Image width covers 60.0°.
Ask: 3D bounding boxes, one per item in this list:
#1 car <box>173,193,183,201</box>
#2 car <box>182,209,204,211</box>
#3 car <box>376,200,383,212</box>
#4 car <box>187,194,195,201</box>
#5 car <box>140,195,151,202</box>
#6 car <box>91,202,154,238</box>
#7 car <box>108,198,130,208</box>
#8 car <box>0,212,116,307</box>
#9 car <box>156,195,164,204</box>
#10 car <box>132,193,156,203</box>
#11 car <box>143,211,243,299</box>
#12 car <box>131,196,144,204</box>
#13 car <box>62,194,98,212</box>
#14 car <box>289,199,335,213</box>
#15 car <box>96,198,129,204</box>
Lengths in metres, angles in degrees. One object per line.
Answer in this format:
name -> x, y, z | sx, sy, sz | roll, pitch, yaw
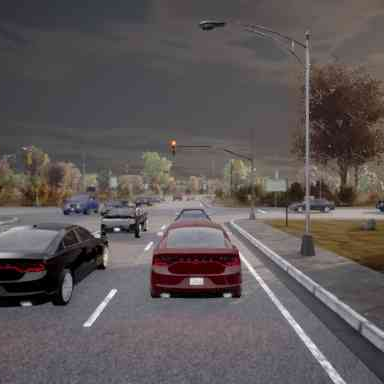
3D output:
car -> -3.751, 1.218, 85.368 | 2.150, 2.045, 5.566 | 0, 0, 0
car -> 0.051, 1.564, 17.531 | 1.994, 1.385, 4.181 | 0, 0, 0
car -> 23.269, 1.212, 36.422 | 5.566, 2.045, 2.150 | 0, 0, 3
car -> -0.252, 1.348, 85.735 | 2.097, 1.767, 4.553 | 0, 0, 0
car -> -10.730, 1.478, 76.828 | 1.882, 1.535, 5.008 | 0, 0, 0
car -> -3.443, 1.492, 17.552 | 2.128, 1.511, 4.902 | 0, 0, -1
car -> -11.063, 1.601, 50.459 | 1.895, 1.301, 4.718 | 0, 0, 6
car -> -3.421, 1.478, 8.065 | 1.882, 1.535, 5.008 | 0, 0, 0
car -> -7.230, 1.351, 65.290 | 2.097, 1.767, 4.553 | 0, 0, 0
car -> -7.238, 1.219, 50.509 | 2.150, 2.045, 5.566 | 0, 0, 0
car -> 0.077, 1.478, 8.542 | 1.882, 1.535, 5.008 | 0, 0, 0
car -> -10.721, 1.507, 66.039 | 1.837, 1.490, 4.892 | 0, -1, 0
car -> -10.695, 1.221, 32.538 | 2.150, 2.045, 5.566 | 0, 0, 0
car -> 13.272, 1.505, 36.935 | 4.892, 1.490, 1.837 | 0, 0, 3
car -> -7.190, 1.564, 31.139 | 1.994, 1.385, 4.181 | 0, 0, 0
